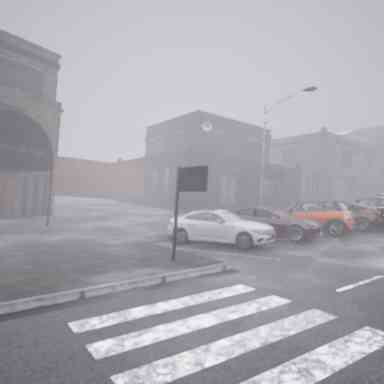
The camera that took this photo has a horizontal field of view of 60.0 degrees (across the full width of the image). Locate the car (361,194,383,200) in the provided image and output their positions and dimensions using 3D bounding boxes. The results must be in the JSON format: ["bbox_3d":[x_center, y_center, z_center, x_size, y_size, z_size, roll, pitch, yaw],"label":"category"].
[{"bbox_3d":[10.698,1.178,20.686,4.553,1.767,2.185,-1,0,34],"label":"car"}]

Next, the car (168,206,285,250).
[{"bbox_3d":[1.113,1.445,13.793,4.674,1.452,2.002,-1,-1,34],"label":"car"}]

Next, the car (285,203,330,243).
[{"bbox_3d":[3.529,1.409,15.508,4.792,1.488,2.163,-1,-1,34],"label":"car"}]

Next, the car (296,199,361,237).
[{"bbox_3d":[5.915,1.228,17.232,4.553,1.767,2.185,-1,0,34],"label":"car"}]

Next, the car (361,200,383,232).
[{"bbox_3d":[8.259,1.359,18.993,4.792,1.488,2.163,-1,0,34],"label":"car"}]
